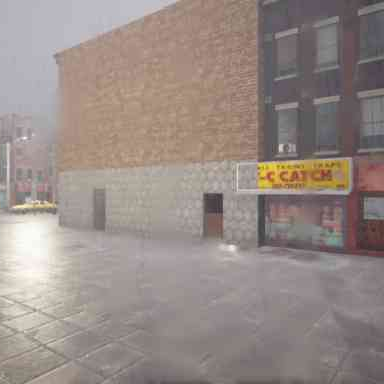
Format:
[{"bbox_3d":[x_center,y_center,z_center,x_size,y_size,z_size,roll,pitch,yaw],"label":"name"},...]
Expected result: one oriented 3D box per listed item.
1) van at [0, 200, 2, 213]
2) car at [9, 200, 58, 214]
[{"bbox_3d":[-19.760,1.337,30.580,1.690,1.788,3.998,0,0,36],"label":"van"},{"bbox_3d":[-16.588,1.517,35.003,1.752,1.417,4.829,0,0,36],"label":"car"}]
